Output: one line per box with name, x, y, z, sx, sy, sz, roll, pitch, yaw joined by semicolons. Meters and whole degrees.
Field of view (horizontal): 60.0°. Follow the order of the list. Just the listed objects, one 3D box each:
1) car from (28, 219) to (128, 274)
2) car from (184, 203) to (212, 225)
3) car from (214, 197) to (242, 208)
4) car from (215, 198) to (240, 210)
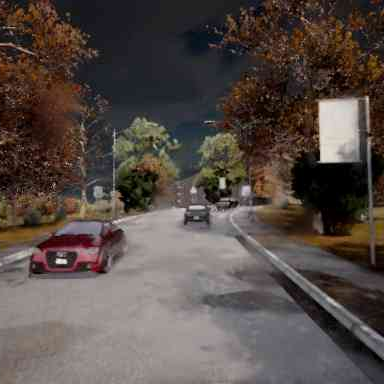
car;-3.314;1.578;10.452;1.994;1.385;4.181;0;0;0
car;0.448;1.549;24.478;1.812;1.442;4.674;0;0;4
car;5.540;1.574;51.034;2.033;1.411;5.357;-3;-2;33
car;4.589;1.449;41.820;2.128;1.511;4.902;-2;0;23
